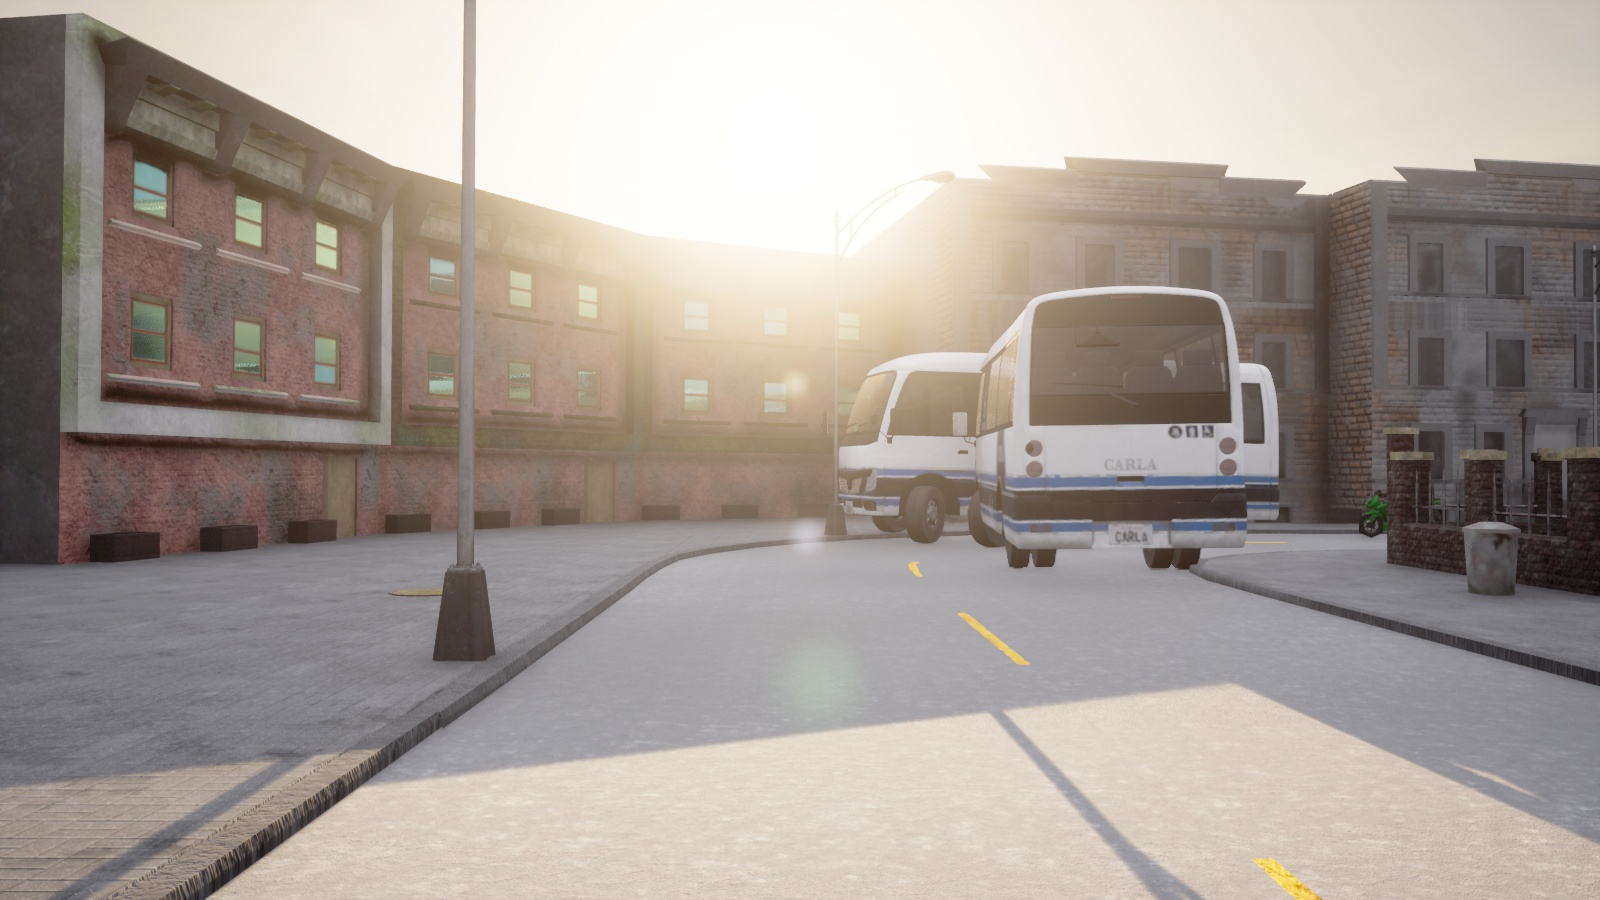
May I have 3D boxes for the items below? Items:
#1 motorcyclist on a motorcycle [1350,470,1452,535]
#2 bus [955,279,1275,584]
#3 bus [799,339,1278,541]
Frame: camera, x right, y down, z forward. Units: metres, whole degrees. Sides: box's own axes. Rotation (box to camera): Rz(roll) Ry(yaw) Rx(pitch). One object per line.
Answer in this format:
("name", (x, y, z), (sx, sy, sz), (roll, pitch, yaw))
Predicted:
("motorcyclist on a motorcycle", (14.416, 1.244, 30.164), (2.044, 1.523, 0.797), (0, -1, 0))
("bus", (5.079, -0.199, 22.956), (3.944, 4.253, 10.273), (-1, -1, 5))
("bus", (5.426, -0.112, 29.401), (10.273, 4.253, 3.944), (1, -1, -12))
